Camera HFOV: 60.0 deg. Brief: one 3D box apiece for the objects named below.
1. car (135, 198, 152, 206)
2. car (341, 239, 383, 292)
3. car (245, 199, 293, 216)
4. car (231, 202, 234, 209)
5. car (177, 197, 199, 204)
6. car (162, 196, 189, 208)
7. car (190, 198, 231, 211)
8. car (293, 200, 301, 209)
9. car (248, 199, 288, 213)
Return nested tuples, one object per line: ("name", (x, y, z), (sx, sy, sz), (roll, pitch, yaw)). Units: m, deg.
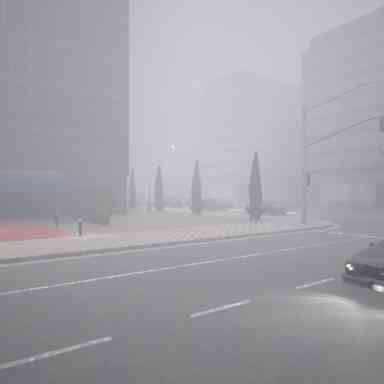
("car", (-8.576, 1.601, 56.463), (1.895, 1.301, 4.718), (0, 0, -34))
("car", (5.936, 1.547, 8.224), (5.357, 1.411, 2.033), (0, 0, -35))
("car", (7.415, 1.526, 33.484), (1.812, 1.442, 4.674), (0, 0, -38))
("car", (3.752, 1.564, 44.849), (1.994, 1.385, 4.181), (0, 0, -35))
("car", (-0.739, 1.601, 63.861), (1.895, 1.301, 4.718), (0, 0, -35))
("car", (-3.005, 1.352, 48.426), (2.097, 1.767, 4.553), (0, 0, -35))
("car", (2.166, 1.505, 41.004), (1.837, 1.490, 4.892), (0, 0, -35))
("car", (12.492, 1.564, 44.923), (1.994, 1.385, 4.181), (0, 0, -35))
("car", (8.561, 1.564, 37.958), (1.994, 1.385, 4.181), (0, 0, -35))
